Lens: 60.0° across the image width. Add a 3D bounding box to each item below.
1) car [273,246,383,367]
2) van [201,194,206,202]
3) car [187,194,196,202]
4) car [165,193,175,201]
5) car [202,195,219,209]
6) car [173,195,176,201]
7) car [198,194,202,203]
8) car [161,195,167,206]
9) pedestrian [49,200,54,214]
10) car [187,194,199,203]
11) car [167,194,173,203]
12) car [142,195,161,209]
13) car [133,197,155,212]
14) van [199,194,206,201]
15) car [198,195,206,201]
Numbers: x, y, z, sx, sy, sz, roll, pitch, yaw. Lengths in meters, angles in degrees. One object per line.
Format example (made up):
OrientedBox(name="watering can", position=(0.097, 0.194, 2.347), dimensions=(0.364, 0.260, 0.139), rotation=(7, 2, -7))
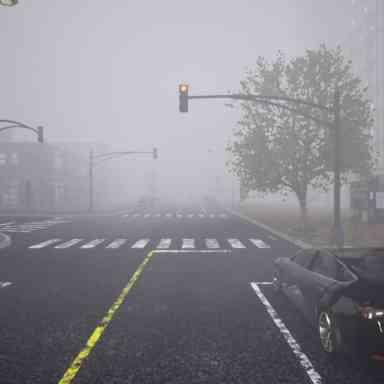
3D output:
OrientedBox(name="car", position=(2.689, 1.566, 5.778), dimensions=(1.947, 1.339, 4.313), rotation=(0, 0, 0))
OrientedBox(name="van", position=(2.650, 1.345, 49.359), dimensions=(1.690, 1.788, 3.998), rotation=(0, 0, 0))
OrientedBox(name="car", position=(-0.070, 1.363, 79.465), dimensions=(2.097, 1.767, 4.553), rotation=(0, 0, 0))
OrientedBox(name="car", position=(-5.766, 1.324, 88.205), dimensions=(2.192, 1.841, 5.009), rotation=(0, 0, 0))
OrientedBox(name="car", position=(2.654, 1.529, 43.977), dimensions=(1.752, 1.417, 4.829), rotation=(0, 0, 0))
OrientedBox(name="car", position=(-5.761, 1.559, 82.654), dimensions=(2.008, 1.369, 4.403), rotation=(0, 0, 0))
OrientedBox(name="car", position=(2.639, 1.556, 60.460), dimensions=(2.008, 1.369, 4.403), rotation=(0, 0, 0))
OrientedBox(name="car", position=(-5.736, 1.555, 54.899), dimensions=(2.008, 1.369, 4.403), rotation=(0, 0, 0))
OrientedBox(name="pedestrian", position=(-12.776, 1.319, 30.243), dimensions=(0.375, 1.300, 0.375), rotation=(0, -1, -1))
OrientedBox(name="car", position=(0.030, 1.570, 69.546), dimensions=(1.994, 1.385, 4.181), rotation=(0, 0, 1))
OrientedBox(name="car", position=(-5.751, 1.532, 71.382), dimensions=(1.752, 1.417, 4.829), rotation=(0, 0, 0))
OrientedBox(name="car", position=(-5.725, 1.318, 43.797), dimensions=(2.192, 1.841, 5.009), rotation=(0, 0, 0))
OrientedBox(name="car", position=(-5.721, 1.585, 38.246), dimensions=(1.802, 1.307, 4.206), rotation=(0, 0, 0))
OrientedBox(name="van", position=(2.621, 1.349, 82.664), dimensions=(1.690, 1.788, 3.998), rotation=(0, 0, 0))
OrientedBox(name="car", position=(2.614, 1.535, 88.385), dimensions=(1.752, 1.417, 4.829), rotation=(0, 0, 0))
